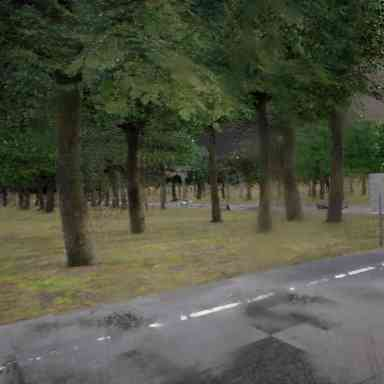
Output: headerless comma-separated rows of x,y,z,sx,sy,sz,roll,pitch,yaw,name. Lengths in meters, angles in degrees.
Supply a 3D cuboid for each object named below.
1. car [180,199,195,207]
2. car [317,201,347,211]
-1.246,2.895,91.225,2.150,2.045,5.566,-4,1,-28,car
22.818,2.284,54.348,1.837,1.490,4.892,-4,1,-36,car
